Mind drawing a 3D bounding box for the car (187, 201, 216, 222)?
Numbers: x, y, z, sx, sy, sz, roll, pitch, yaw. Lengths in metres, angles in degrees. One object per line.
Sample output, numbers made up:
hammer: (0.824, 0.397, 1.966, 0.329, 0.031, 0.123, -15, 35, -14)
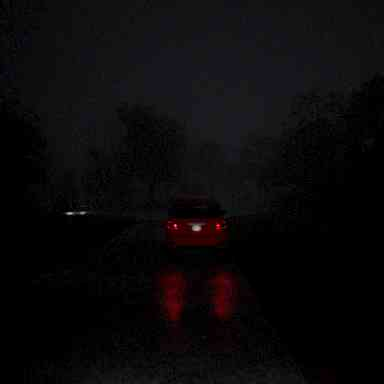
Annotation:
car: (0.903, 1.573, 28.227, 1.882, 1.535, 5.008, 0, -1, 8)

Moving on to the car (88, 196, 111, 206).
car: (-16.767, 1.543, 59.191, 2.097, 1.767, 4.553, 0, 0, 36)

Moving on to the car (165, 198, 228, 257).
car: (0.185, 1.266, 13.310, 2.150, 2.045, 5.566, 0, 0, 1)

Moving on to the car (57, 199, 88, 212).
car: (-15.304, 1.640, 41.587, 1.837, 1.490, 4.892, 0, -1, -43)
